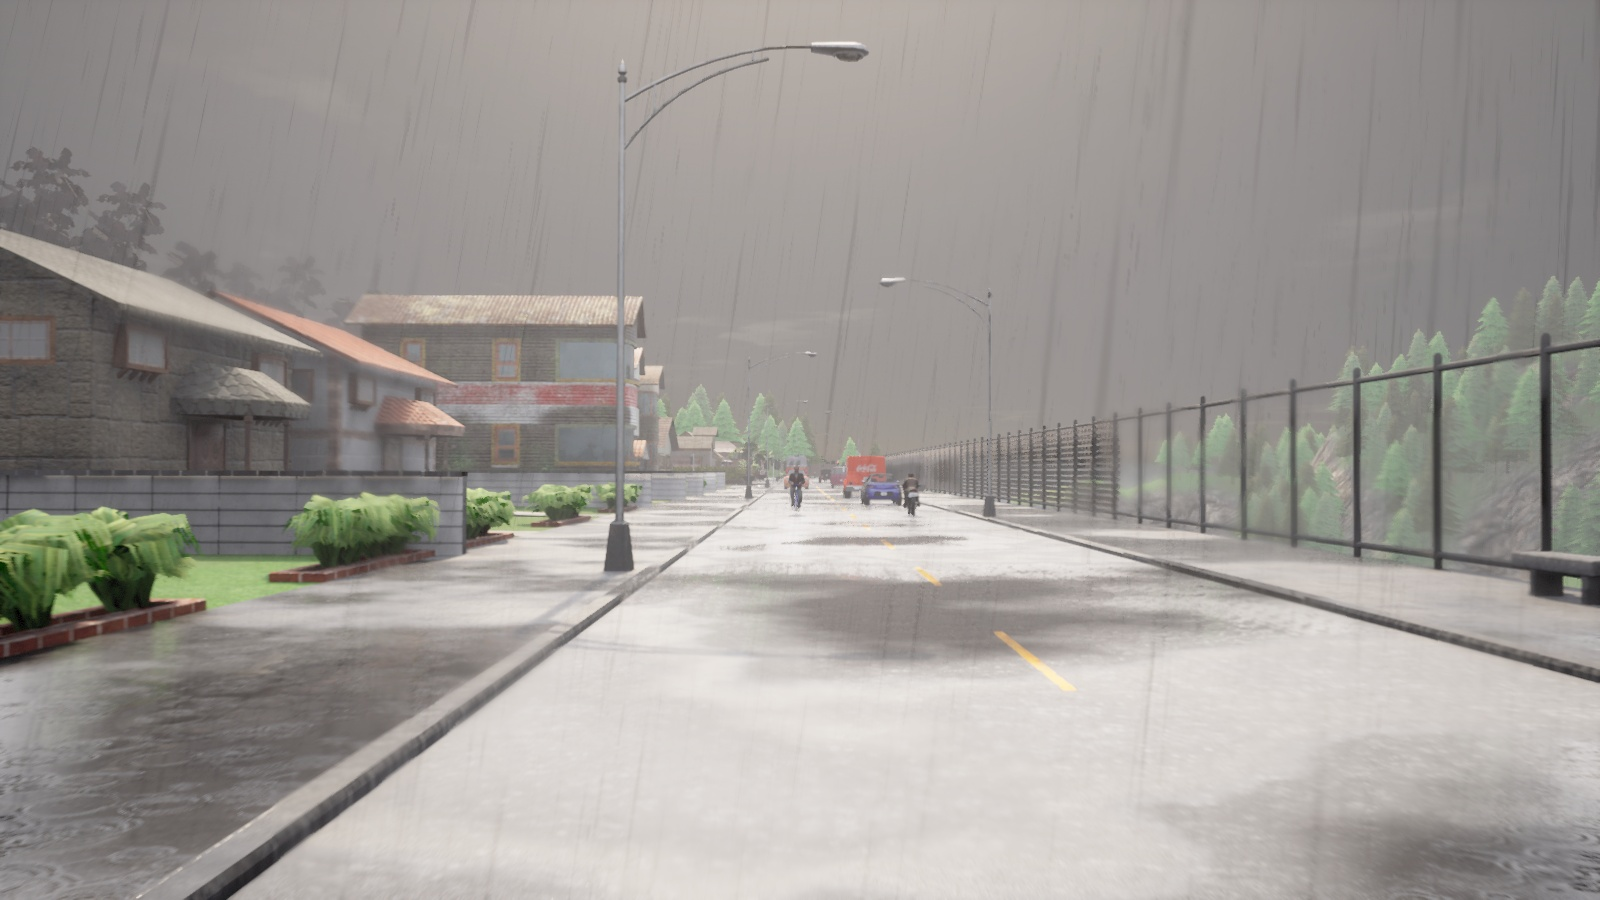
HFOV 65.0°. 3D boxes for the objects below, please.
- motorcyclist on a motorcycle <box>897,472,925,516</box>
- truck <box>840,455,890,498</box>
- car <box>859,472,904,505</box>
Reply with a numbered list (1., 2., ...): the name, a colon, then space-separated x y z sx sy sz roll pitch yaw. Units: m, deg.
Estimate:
1. motorcyclist on a motorcycle: 3.883 1.517 43.945 0.797 1.523 2.044 0 -1 0
2. truck: 3.801 1.556 74.244 2.627 2.467 5.204 0 -1 0
3. car: 3.842 1.811 59.634 1.816 1.474 4.193 0 -1 0
